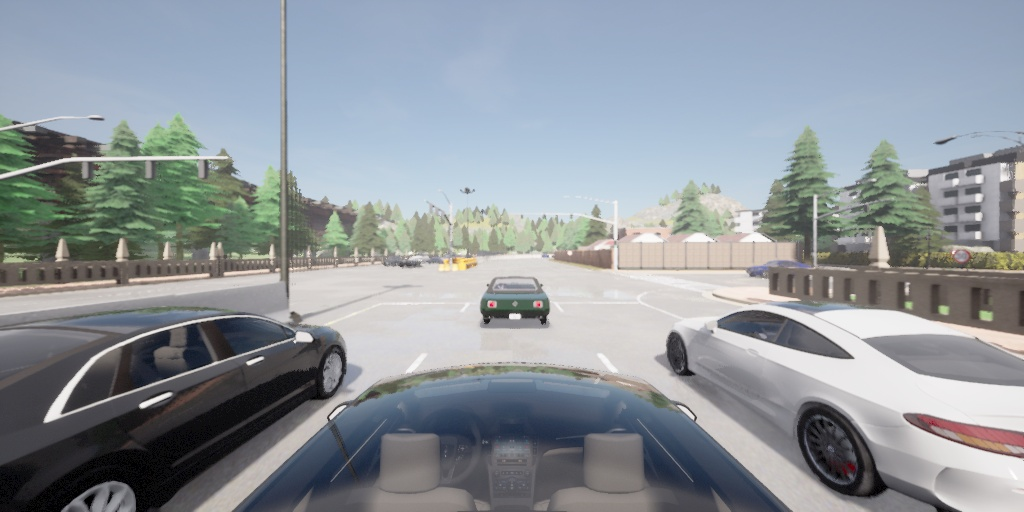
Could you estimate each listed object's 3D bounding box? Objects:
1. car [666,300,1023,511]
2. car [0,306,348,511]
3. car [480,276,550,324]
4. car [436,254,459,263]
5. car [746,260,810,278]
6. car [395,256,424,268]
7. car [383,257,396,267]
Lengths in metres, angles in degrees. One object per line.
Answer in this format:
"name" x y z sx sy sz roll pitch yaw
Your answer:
"car" 3.598 1.265 4.345 1.812 1.442 4.674 0 1 0
"car" -3.402 1.251 3.508 1.837 1.490 4.892 0 0 0
"car" 0.090 1.288 11.644 1.895 1.301 4.718 0 0 0
"car" -10.550 0.845 59.128 2.033 1.411 5.357 0 0 1
"car" 21.890 1.066 29.484 4.674 1.442 1.812 0 0 2
"car" -13.972 0.980 49.150 1.895 1.301 4.718 0 0 0
"car" -17.574 0.852 53.221 1.837 1.490 4.892 0 0 0
